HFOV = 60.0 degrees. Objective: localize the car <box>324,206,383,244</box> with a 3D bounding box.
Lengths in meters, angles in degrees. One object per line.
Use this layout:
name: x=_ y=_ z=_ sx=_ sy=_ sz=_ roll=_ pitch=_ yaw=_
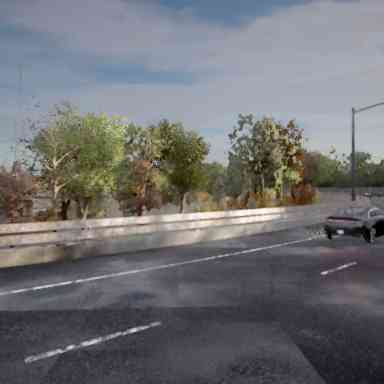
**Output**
car: x=7.860 y=1.414 z=15.376 sx=4.902 sy=1.511 sz=2.128 roll=0 pitch=0 yaw=-44
